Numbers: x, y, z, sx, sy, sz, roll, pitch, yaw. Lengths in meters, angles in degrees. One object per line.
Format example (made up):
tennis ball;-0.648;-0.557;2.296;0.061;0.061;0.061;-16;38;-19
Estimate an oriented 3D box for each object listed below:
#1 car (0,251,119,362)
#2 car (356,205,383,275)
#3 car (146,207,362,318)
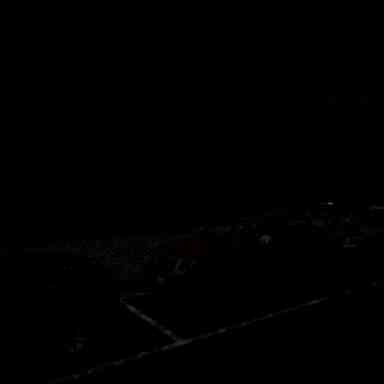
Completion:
car;-3.125;1.565;4.416;4.313;1.339;1.947;0;0;-35
car;6.057;1.389;10.958;5.009;1.841;2.192;0;0;-35
car;1.467;1.351;7.687;5.009;1.841;2.192;0;0;-35
